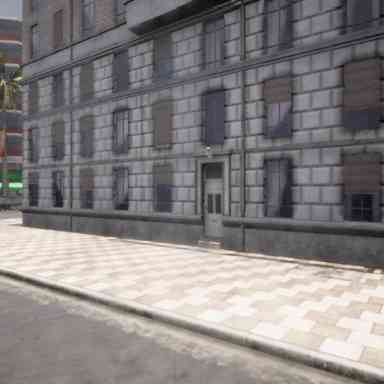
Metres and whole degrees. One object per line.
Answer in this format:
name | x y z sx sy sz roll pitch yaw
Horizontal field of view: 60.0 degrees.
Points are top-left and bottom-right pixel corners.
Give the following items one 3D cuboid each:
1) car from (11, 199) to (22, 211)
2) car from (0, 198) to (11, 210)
car | -18.238 1.491 39.540 2.128 1.511 4.902 0 0 36
car | -22.876 1.505 39.127 1.837 1.490 4.892 0 0 36
